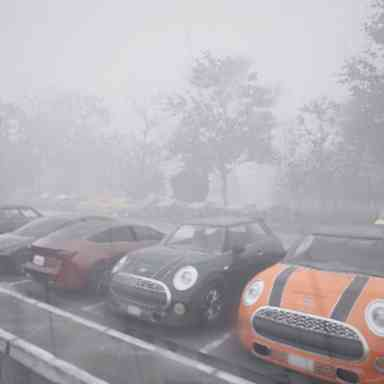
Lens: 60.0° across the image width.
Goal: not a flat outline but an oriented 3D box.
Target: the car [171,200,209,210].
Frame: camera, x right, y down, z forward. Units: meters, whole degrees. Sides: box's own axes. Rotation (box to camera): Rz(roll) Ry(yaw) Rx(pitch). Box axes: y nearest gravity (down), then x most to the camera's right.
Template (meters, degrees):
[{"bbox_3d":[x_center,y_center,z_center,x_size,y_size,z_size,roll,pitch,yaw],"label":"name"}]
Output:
[{"bbox_3d":[1.115,1.372,22.952,2.097,1.535,5.008,1,1,36],"label":"car"}]

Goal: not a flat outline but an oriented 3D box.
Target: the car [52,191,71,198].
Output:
[{"bbox_3d":[-10.042,0.988,31.107,2.163,1.488,4.792,3,2,36],"label":"car"}]

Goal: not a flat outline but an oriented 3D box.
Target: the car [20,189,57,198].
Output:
[{"bbox_3d":[-14.662,0.760,34.434,2.002,1.452,4.674,3,2,36],"label":"car"}]

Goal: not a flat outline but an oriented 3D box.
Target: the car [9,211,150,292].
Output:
[{"bbox_3d":[-1.903,1.507,9.016,2.163,1.488,4.792,1,1,36],"label":"car"}]

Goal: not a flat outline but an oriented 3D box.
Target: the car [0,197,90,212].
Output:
[{"bbox_3d":[-6.444,1.253,12.244,2.185,1.767,4.553,1,1,36],"label":"car"}]

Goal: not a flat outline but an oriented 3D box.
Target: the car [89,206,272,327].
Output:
[{"bbox_3d":[0.354,1.389,7.377,2.185,1.767,4.553,1,0,36],"label":"car"}]

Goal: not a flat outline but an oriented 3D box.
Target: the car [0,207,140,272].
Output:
[{"bbox_3d":[-4.191,1.462,10.608,2.163,1.488,4.792,1,1,36],"label":"car"}]

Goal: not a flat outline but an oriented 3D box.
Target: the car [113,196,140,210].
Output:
[{"bbox_3d":[-3.413,1.267,26.214,2.163,1.488,4.792,2,1,36],"label":"car"}]

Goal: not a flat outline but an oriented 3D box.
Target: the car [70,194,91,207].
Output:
[{"bbox_3d":[-7.692,1.060,29.592,1.946,1.575,5.366,2,1,36],"label":"car"}]

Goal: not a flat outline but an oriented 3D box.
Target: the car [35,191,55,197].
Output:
[{"bbox_3d":[-12.411,0.880,32.797,2.002,1.452,4.674,3,2,36],"label":"car"}]

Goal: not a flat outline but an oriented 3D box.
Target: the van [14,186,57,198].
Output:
[{"bbox_3d":[-16.889,0.381,35.893,1.878,1.987,4.442,3,2,36],"label":"van"}]

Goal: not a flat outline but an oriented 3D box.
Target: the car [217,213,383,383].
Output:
[{"bbox_3d":[2.603,1.416,5.743,2.185,1.767,4.553,0,0,36],"label":"car"}]

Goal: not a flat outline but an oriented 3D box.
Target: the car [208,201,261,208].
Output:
[{"bbox_3d":[3.474,1.430,21.236,2.231,1.521,4.892,1,1,36],"label":"car"}]

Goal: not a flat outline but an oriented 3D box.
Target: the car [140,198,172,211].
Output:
[{"bbox_3d":[-1.141,1.309,24.592,2.097,1.535,5.008,2,1,36],"label":"car"}]

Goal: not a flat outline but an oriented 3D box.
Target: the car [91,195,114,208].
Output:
[{"bbox_3d":[-5.433,1.154,27.949,1.946,1.575,5.366,3,1,36],"label":"car"}]
